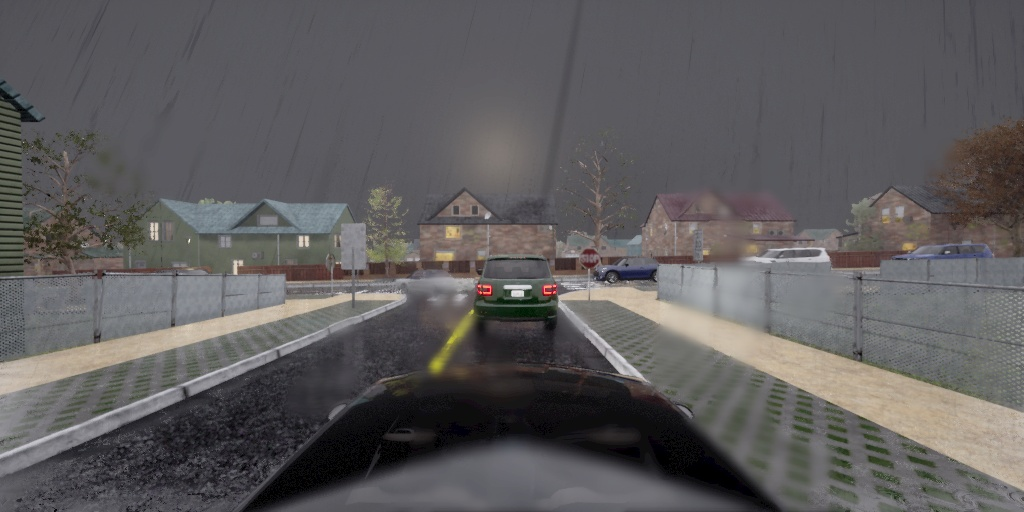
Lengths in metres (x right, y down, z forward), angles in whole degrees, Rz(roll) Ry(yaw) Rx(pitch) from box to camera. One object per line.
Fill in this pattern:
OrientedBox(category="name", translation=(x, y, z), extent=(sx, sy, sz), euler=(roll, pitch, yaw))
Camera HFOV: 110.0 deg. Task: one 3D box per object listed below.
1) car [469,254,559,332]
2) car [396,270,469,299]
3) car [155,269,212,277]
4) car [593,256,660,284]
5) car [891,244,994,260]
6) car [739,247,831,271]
OrientedBox(category="car", translation=(0.081, 0.972, 11.057), extent=(2.150, 2.045, 5.566), euler=(0, 0, -1))
OrientedBox(category="car", translation=(-3.971, 1.394, 18.399), extent=(4.718, 1.301, 1.895), euler=(-2, -1, 44))
OrientedBox(category="car", translation=(-18.975, 1.530, 21.336), extent=(4.553, 1.767, 2.097), euler=(-1, 1, 0))
OrientedBox(category="car", translation=(7.766, 0.858, 24.054), extent=(4.553, 1.767, 2.097), euler=(-1, 1, -3))
OrientedBox(category="car", translation=(28.961, 0.226, 24.268), extent=(5.566, 2.045, 2.150), euler=(-1, 1, 0))
OrientedBox(category="car", translation=(18.299, 0.477, 24.274), extent=(5.566, 2.045, 2.150), euler=(-1, 1, 0))
